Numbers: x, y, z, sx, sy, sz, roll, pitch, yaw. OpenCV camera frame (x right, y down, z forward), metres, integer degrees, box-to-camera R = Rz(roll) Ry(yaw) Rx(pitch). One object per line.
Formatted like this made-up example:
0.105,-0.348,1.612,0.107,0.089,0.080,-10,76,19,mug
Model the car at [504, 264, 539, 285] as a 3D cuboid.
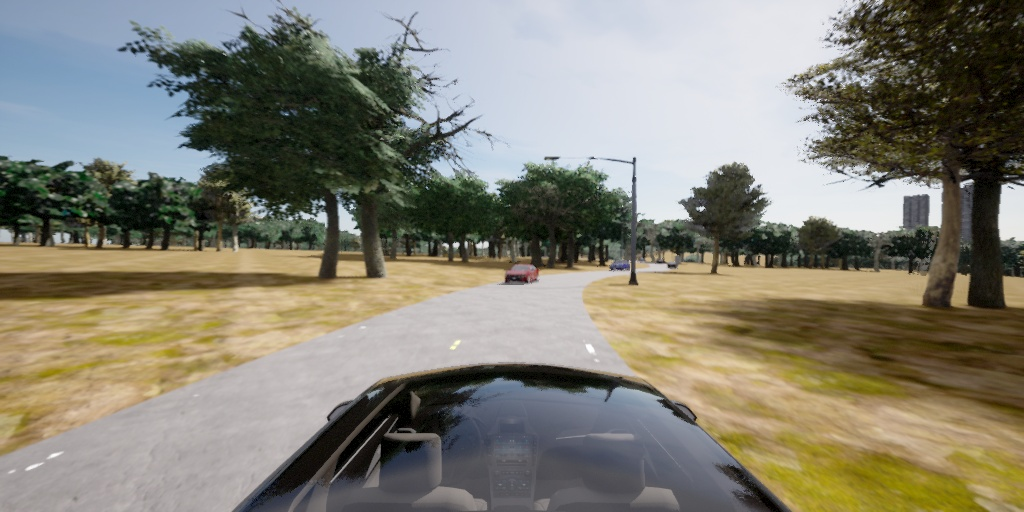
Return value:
0.848,1.373,28.408,1.882,1.535,5.008,0,-1,16,car
